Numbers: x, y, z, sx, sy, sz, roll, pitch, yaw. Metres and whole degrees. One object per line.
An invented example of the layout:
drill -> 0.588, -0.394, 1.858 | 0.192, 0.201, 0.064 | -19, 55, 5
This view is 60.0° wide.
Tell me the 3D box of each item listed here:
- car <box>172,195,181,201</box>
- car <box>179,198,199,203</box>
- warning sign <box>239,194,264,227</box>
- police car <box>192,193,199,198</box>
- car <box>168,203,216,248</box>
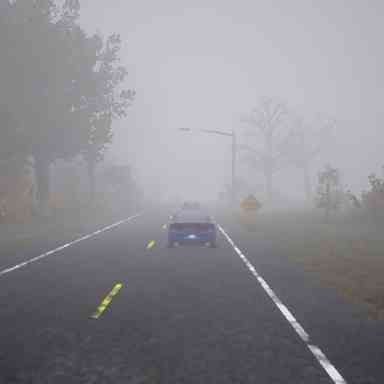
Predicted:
car -> -3.500, 1.383, 75.934 | 2.033, 1.411, 5.357 | 0, 0, 0
car -> 0.001, 1.551, 29.655 | 1.994, 1.385, 4.181 | 0, 0, 0
warning sign -> 3.567, 1.104, 20.140 | 1.300, 1.860, 1.060 | 1, 1, 0
police car -> 1.051, 1.254, 95.278 | 1.930, 1.638, 5.238 | 0, 0, 0
car -> 0.000, 1.478, 14.653 | 1.882, 1.535, 5.008 | 0, 0, 0
